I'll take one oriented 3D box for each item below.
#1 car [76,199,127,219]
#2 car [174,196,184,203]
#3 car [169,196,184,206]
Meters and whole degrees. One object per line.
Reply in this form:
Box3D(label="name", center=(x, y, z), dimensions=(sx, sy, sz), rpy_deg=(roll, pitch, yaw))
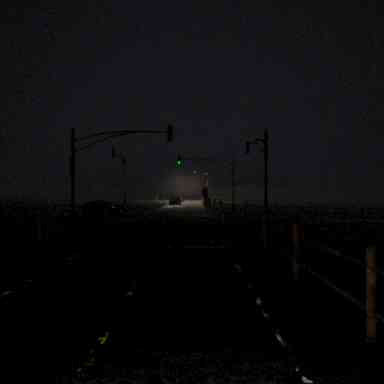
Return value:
Box3D(label="car", center=(-7.830, 1.369, 28.429), dimensions=(5.008, 1.535, 1.882), rpy_deg=(1, -1, 33))
Box3D(label="car", center=(-2.658, 1.543, 70.578), dimensions=(1.837, 1.490, 4.892), rpy_deg=(0, 0, 0))
Box3D(label="car", center=(-2.765, 1.579, 55.259), dimensions=(2.033, 1.411, 5.357), rpy_deg=(0, 0, 1))
